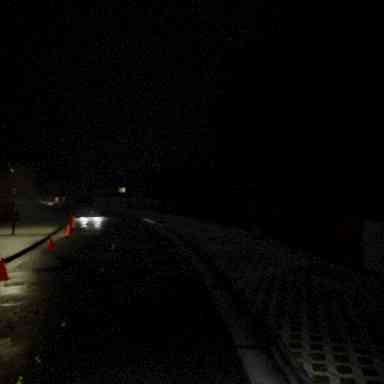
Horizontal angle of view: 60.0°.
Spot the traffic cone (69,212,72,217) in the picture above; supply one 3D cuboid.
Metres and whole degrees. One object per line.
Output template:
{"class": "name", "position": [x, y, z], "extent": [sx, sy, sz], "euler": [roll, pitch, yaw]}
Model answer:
{"class": "traffic cone", "position": [-9.768, 2.146, 27.537], "extent": [0.340, 0.580, 0.340], "euler": [0, 0, -21]}

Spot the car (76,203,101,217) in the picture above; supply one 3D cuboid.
{"class": "car", "position": [-10.554, 1.789, 33.918], "extent": [1.994, 1.385, 4.181], "euler": [0, 0, -27]}

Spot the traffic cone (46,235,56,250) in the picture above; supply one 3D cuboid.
{"class": "traffic cone", "position": [-5.753, 2.055, 13.584], "extent": [0.340, 0.580, 0.340], "euler": [0, 0, -11]}

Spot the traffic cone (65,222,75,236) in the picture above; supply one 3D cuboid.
{"class": "traffic cone", "position": [-6.803, 2.085, 18.315], "extent": [0.340, 0.580, 0.340], "euler": [0, 0, -14]}

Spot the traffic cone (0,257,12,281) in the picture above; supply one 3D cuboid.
{"class": "traffic cone", "position": [-4.999, 2.026, 8.797], "extent": [0.340, 0.580, 0.340], "euler": [0, 0, -7]}

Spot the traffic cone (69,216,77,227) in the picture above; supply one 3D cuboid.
{"class": "traffic cone", "position": [-8.142, 2.116, 22.971], "extent": [0.340, 0.580, 0.340], "euler": [0, 0, -18]}
